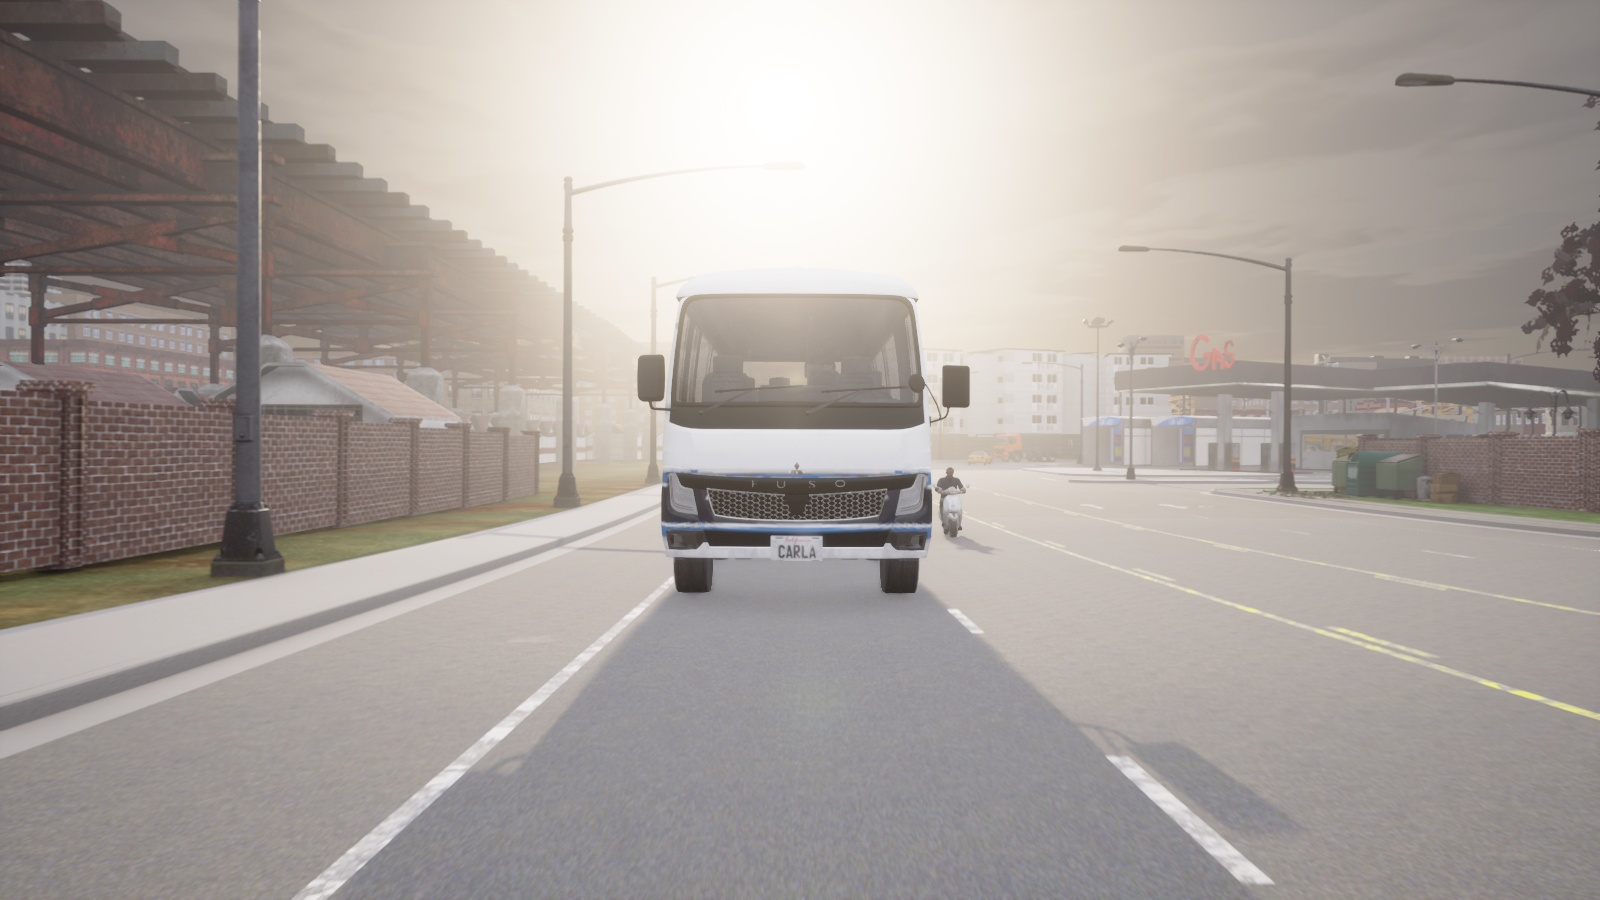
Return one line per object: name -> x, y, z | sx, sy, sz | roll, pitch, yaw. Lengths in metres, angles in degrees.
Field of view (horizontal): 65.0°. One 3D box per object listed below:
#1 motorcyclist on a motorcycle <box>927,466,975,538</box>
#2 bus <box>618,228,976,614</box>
motorcyclist on a motorcycle -> 3.436, 1.157, 28.693 | 0.866, 1.590, 1.817 | 0, 0, 0
bus -> -0.047, -0.257, 19.012 | 3.944, 4.253, 10.273 | 0, -1, 0
